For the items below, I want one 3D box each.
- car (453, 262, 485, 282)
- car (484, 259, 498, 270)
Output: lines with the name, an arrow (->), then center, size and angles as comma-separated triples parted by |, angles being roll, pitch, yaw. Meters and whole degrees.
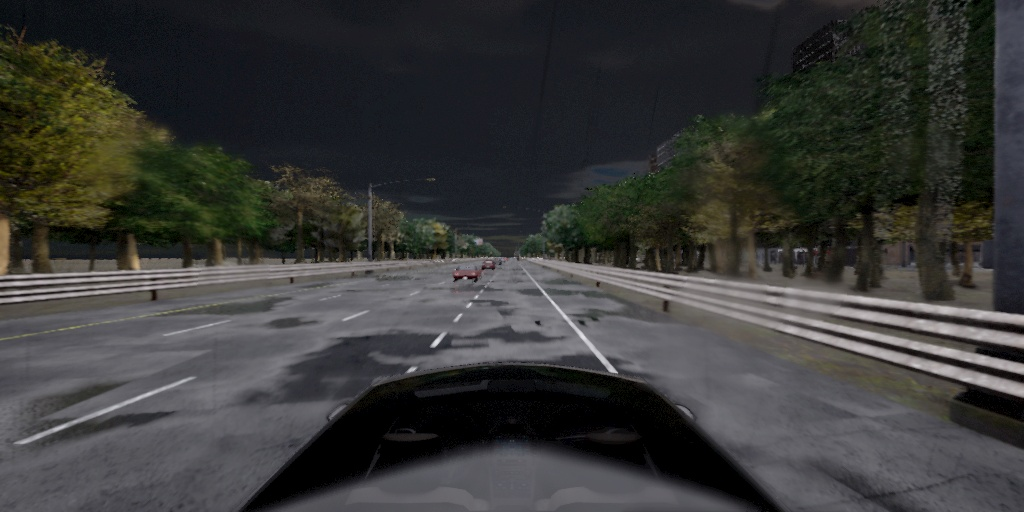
car -> -3.473, 1.375, 28.804 | 1.895, 1.301, 4.718 | 0, 0, 0
car -> -3.389, 1.333, 52.960 | 1.812, 1.442, 4.674 | 0, 0, 0
